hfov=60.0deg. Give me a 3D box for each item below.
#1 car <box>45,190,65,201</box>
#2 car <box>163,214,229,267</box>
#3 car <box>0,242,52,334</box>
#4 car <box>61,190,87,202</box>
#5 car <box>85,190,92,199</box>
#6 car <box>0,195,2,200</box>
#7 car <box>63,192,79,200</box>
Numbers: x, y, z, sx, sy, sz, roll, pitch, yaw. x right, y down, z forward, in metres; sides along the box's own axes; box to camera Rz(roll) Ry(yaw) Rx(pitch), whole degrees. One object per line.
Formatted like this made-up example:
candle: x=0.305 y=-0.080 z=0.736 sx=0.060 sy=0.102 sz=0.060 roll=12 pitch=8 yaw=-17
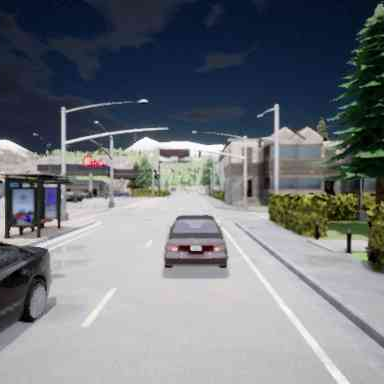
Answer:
car: x=-25.888 y=0.647 z=63.048 sx=1.932 sy=1.855 sz=4.605 roll=0 pitch=1 yaw=0
car: x=0.101 y=1.435 z=10.865 sx=2.033 sy=1.411 sz=5.357 roll=0 pitch=1 yaw=0
car: x=-3.568 y=1.433 z=4.218 sx=1.882 sy=1.535 sz=5.008 roll=0 pitch=1 yaw=0
car: x=-18.920 y=0.949 z=53.058 sx=2.007 sy=1.523 sz=4.514 roll=0 pitch=1 yaw=0
car: x=-22.622 y=0.546 z=70.924 sx=1.905 sy=1.878 sz=3.866 roll=0 pitch=1 yaw=0
car: x=-38.346 y=0.841 z=63.728 sx=2.007 sy=1.523 sz=4.514 roll=0 pitch=1 yaw=0
car: x=-25.948 y=0.824 z=71.530 sx=1.970 sy=1.475 sz=3.806 roll=0 pitch=1 yaw=0
